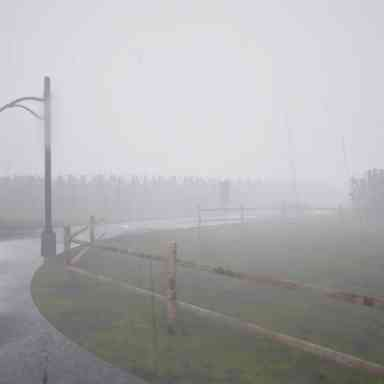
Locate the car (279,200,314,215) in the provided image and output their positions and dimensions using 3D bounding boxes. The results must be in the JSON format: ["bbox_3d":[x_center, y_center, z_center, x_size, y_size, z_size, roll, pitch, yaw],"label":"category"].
[{"bbox_3d":[10.810,1.525,34.204,4.902,1.511,2.128,0,-1,-45],"label":"car"}]
